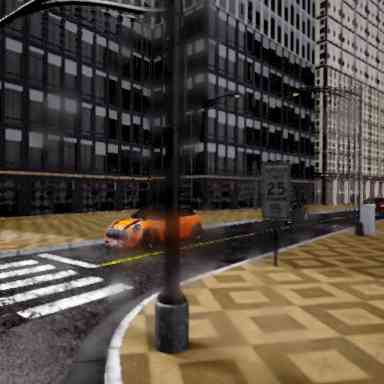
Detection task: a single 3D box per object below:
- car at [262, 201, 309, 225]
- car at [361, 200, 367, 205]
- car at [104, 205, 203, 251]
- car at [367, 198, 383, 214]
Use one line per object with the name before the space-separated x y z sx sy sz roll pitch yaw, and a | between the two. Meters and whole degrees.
car | 6.983 1.489 24.555 1.837 1.490 4.892 1 1 41
car | 22.195 1.441 40.389 5.008 1.535 1.882 0 0 -44
car | -1.534 1.351 14.339 2.097 1.767 4.553 1 0 38
car | 19.899 1.349 33.675 2.097 1.767 4.553 1 1 45
